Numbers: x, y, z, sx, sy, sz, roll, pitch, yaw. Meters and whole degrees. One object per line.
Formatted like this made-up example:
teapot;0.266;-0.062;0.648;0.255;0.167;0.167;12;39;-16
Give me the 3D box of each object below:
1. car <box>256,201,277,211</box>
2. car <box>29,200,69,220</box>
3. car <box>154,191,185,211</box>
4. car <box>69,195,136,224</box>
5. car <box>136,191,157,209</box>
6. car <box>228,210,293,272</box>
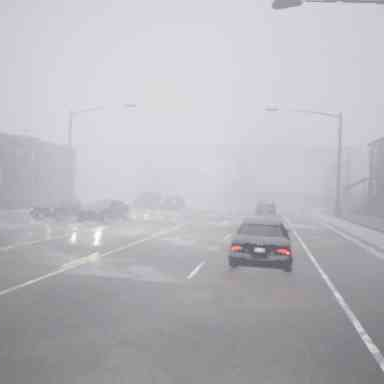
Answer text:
car;7.353;1.605;32.893;2.128;1.511;4.902;2;0;13
car;-9.252;1.217;23.614;1.895;1.301;4.718;2;0;13
car;-2.254;1.138;38.017;2.097;1.767;4.553;2;0;13
car;-5.889;1.205;22.610;1.882;1.535;5.008;2;0;13
car;-5.226;0.911;40.601;2.150;2.045;5.566;2;0;13
car;2.331;1.580;11.142;2.033;1.411;5.357;2;0;13
